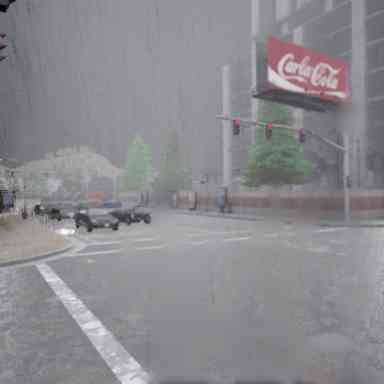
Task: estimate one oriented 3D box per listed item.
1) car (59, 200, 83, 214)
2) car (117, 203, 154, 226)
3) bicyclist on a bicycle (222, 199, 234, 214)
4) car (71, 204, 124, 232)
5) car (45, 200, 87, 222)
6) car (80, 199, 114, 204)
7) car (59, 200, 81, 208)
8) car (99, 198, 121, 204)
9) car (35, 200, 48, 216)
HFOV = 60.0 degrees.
[{"bbox_3d":[-15.708,1.884,43.126,1.882,1.535,5.008,0,0,-33],"label":"car"},{"bbox_3d":[-4.745,1.819,25.812,1.895,1.301,4.718,0,0,-32],"label":"car"},{"bbox_3d":[3.784,1.536,34.737,1.656,1.620,0.582,0,0,-32],"label":"bicyclist on a bicycle"},{"bbox_3d":[-6.288,1.723,21.739,1.812,1.442,4.674,0,0,-32],"label":"car"},{"bbox_3d":[-11.258,1.774,29.546,2.128,1.511,4.902,0,0,-32],"label":"car"},{"bbox_3d":[-10.172,1.803,34.369,2.128,1.511,4.902,0,0,-32],"label":"car"},{"bbox_3d":[-21.843,2.108,59.475,2.033,1.411,5.357,0,-1,-39],"label":"car"},{"bbox_3d":[-12.294,1.924,51.142,1.882,1.535,5.008,0,0,-32],"label":"car"},{"bbox_3d":[-16.498,1.724,37.818,2.097,1.767,4.553,0,0,-32],"label":"car"}]
